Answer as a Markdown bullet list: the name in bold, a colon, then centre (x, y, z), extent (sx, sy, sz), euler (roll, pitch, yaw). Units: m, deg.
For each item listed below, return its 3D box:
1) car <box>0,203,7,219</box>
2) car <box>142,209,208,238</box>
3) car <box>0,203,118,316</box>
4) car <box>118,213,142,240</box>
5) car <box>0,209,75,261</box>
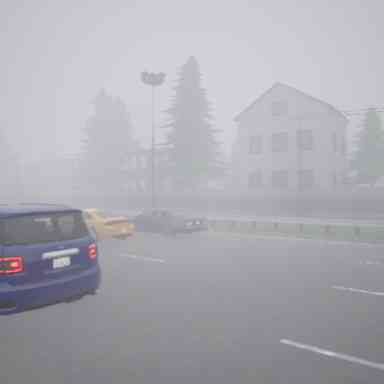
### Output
- **car**: centre (-19.019, 1.737, 30.452), extent (4.181, 1.385, 1.994), euler (0, 0, 36)
- **car**: centre (-1.735, 1.610, 18.123), extent (5.357, 1.411, 2.033), euler (0, 0, 36)
- **car**: centre (-4.337, 1.263, 7.067), extent (5.566, 2.045, 2.150), euler (0, 0, 36)
- **car**: centre (-5.024, 1.547, 16.167), extent (5.008, 1.535, 1.882), euler (0, 0, 36)
- **car**: centre (-7.027, 1.547, 13.297), extent (5.008, 1.535, 1.882), euler (0, 0, 36)
